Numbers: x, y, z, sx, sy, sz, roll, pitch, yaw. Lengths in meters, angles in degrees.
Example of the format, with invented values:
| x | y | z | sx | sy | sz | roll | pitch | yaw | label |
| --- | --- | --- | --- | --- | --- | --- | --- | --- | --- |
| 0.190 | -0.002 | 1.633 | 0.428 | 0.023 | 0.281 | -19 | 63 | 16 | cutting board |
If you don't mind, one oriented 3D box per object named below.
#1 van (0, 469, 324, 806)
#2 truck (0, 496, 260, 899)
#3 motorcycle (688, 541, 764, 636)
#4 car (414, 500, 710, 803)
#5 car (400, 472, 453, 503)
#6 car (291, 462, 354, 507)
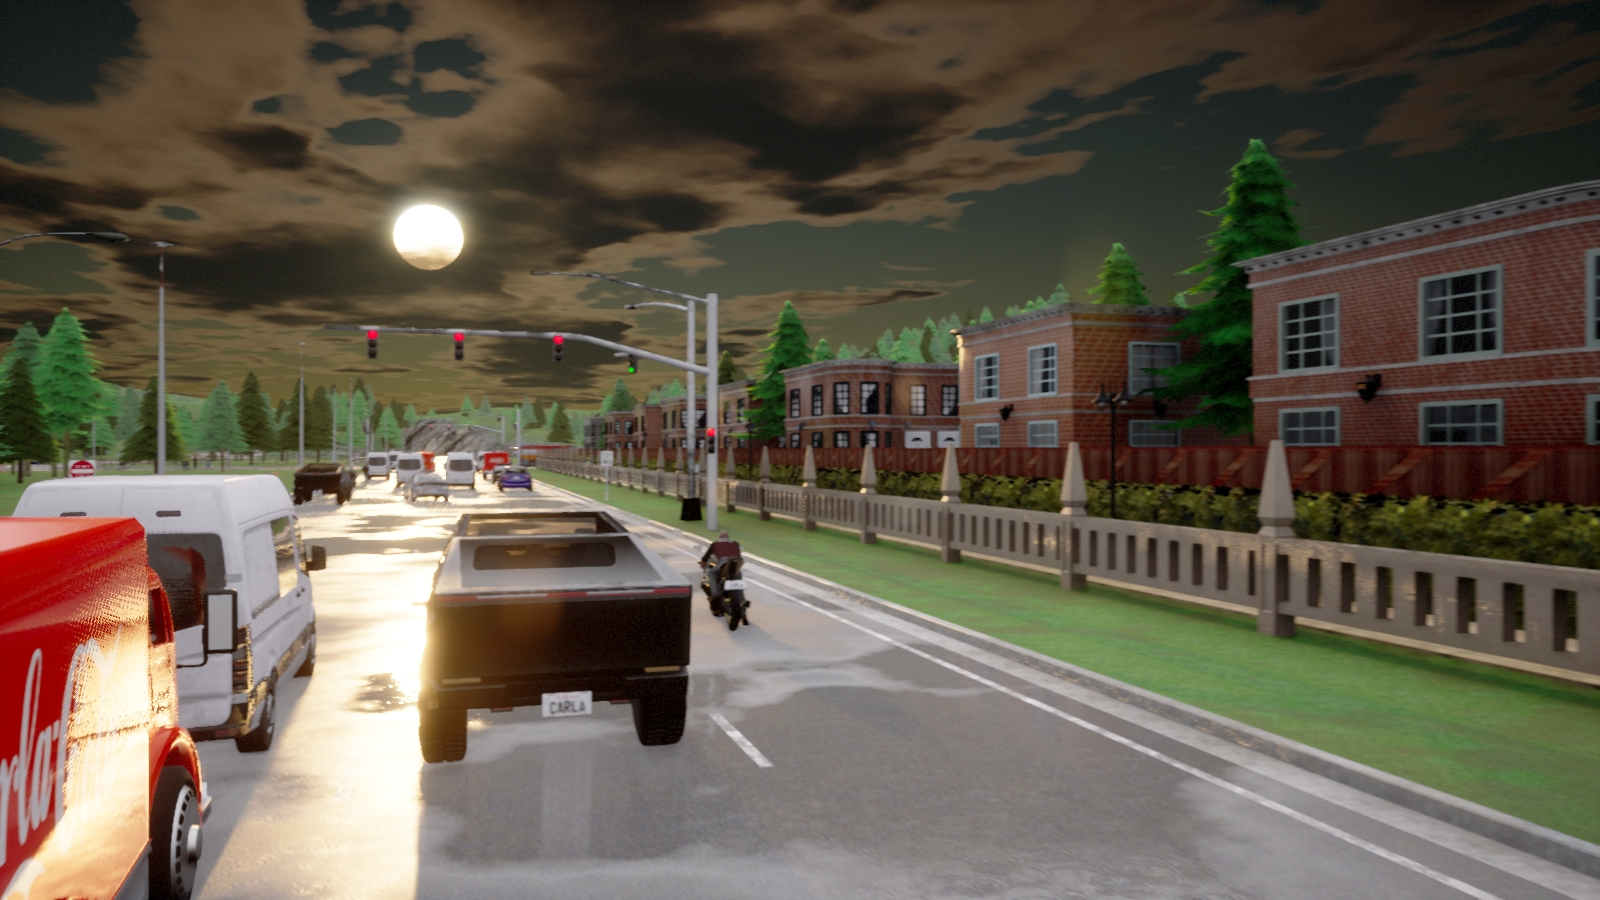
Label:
| x | y | z | sx | sy | sz | roll | pitch | yaw | label |
| --- | --- | --- | --- | --- | --- | --- | --- | --- | --- |
| -6.415 | 1.530 | 12.100 | 1.988 | 2.561 | 5.915 | 0 | 0 | -17 | van |
| -4.229 | 1.572 | 5.064 | 2.627 | 2.467 | 5.204 | 0 | 0 | -17 | truck |
| -1.226 | 2.191 | 18.474 | 0.867 | 1.251 | 2.209 | 0 | 0 | -13 | motorcycle |
| -2.838 | 1.746 | 12.396 | 2.390 | 2.098 | 6.274 | 0 | 0 | -17 | car |
| -20.427 | 2.004 | 62.355 | 2.097 | 1.535 | 5.006 | 0 | 0 | -26 | car |
| -24.621 | 1.730 | 59.101 | 2.390 | 2.098 | 6.274 | 0 | 0 | -17 | car |
